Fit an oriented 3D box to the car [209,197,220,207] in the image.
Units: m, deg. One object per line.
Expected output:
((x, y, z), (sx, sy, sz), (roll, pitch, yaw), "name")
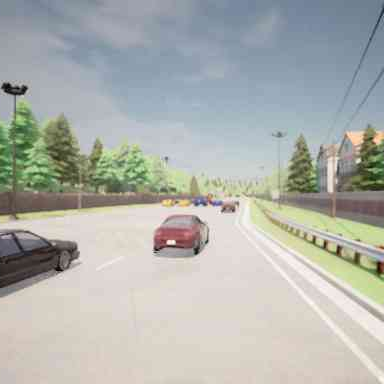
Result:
((5.336, 2.283, 69.068), (1.882, 1.535, 5.008), (0, -1, 10), "car")

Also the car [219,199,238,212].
((5.238, 2.081, 47.168), (1.812, 1.442, 4.674), (0, -1, 9), "car")

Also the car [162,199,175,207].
((-5.015, 2.302, 70.835), (1.882, 1.535, 5.008), (0, -1, 10), "car")

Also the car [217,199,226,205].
((7.094, 2.361, 79.369), (1.895, 1.301, 4.718), (0, -1, 10), "car")

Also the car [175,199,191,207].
((-1.565, 2.295, 70.246), (1.882, 1.535, 5.008), (0, -1, 10), "car")

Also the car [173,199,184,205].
((-3.256, 2.381, 81.136), (1.895, 1.301, 4.718), (0, -1, 10), "car")

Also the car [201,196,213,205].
((3.644, 1.997, 79.962), (2.150, 2.045, 5.566), (0, -1, 10), "car")

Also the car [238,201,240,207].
((8.716, 2.285, 67.479), (2.128, 1.511, 4.902), (0, -1, 10), "car")

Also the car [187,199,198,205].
((0.189, 2.331, 80.518), (1.994, 1.385, 4.181), (0, -1, 10), "car")

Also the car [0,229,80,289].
((-4.923, 1.647, 8.394), (2.033, 1.411, 5.357), (0, -1, 10), "car")

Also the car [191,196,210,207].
((1.891, 2.036, 69.689), (2.150, 2.045, 5.566), (0, -1, 10), "car")

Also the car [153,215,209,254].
((-0.365, 1.696, 14.377), (1.812, 1.442, 4.674), (0, -1, 10), "car")
